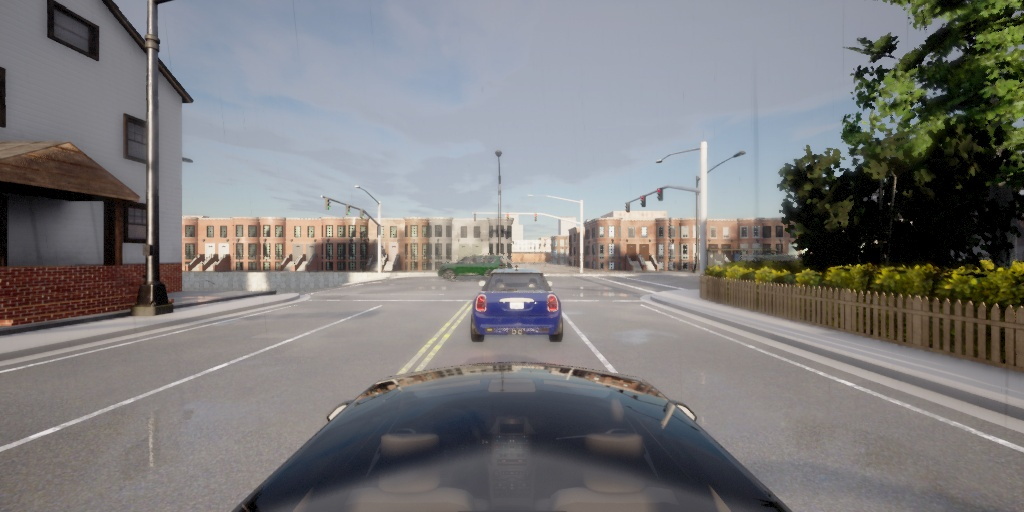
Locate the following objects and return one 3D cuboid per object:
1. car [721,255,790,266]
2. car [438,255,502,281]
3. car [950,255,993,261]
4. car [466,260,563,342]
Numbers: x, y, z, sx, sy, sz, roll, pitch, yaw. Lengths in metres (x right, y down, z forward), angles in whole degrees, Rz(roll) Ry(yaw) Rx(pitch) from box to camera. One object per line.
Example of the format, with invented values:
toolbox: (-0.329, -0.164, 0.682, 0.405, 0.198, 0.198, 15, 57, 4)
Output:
car: (20.139, 0.973, 29.672, 5.566, 2.045, 2.150, 0, 0, 0)
car: (-3.257, 0.971, 29.599, 5.566, 2.045, 2.150, 0, 0, 0)
car: (37.519, 0.973, 29.697, 5.566, 2.045, 2.150, 0, 0, 0)
car: (0.109, 1.102, 9.948, 2.097, 1.767, 4.553, 0, 0, 0)
